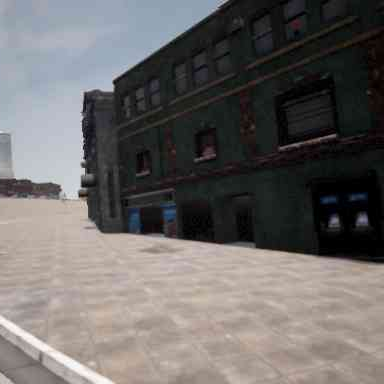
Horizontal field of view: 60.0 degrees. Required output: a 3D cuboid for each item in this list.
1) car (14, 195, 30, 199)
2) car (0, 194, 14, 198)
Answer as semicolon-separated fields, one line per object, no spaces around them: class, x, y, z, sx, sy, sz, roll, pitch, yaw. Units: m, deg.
car;-43.827;1.532;83.399;2.002;1.452;4.674;-6;-4;12
car;-45.053;1.276;78.023;2.163;1.488;4.792;-6;-4;14
